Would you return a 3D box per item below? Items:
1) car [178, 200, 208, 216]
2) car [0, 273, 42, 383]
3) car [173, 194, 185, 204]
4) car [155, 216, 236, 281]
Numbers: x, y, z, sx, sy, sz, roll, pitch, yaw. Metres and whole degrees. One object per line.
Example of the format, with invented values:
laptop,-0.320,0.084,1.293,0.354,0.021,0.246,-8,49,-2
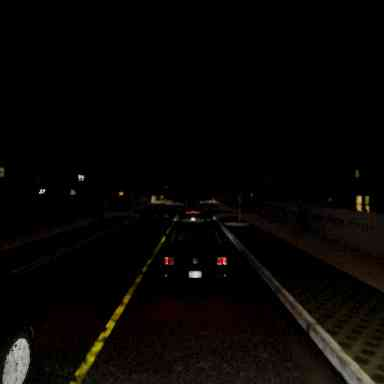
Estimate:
car,0.080,1.519,23.684,1.837,1.490,4.892,0,0,0
car,-2.849,1.477,2.215,1.882,1.535,5.008,0,0,0
car,-2.757,1.368,70.091,2.150,2.045,5.566,0,0,0
car,0.086,1.603,9.830,1.895,1.301,4.718,0,0,0
